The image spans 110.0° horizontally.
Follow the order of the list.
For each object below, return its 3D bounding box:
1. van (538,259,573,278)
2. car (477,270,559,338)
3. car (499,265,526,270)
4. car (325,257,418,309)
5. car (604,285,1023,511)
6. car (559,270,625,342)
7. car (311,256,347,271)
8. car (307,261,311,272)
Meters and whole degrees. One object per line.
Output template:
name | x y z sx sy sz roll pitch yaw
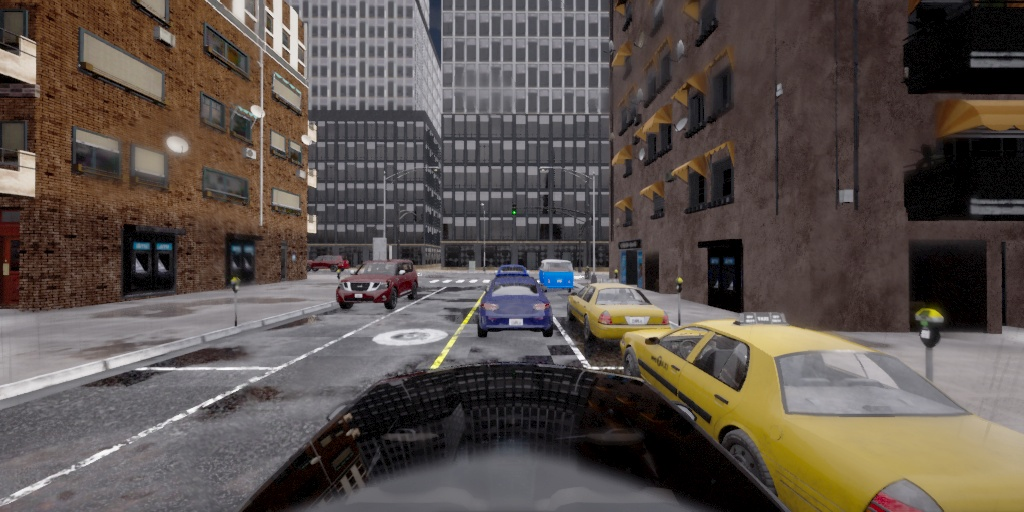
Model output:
van | 2.470 1.096 20.721 1.690 1.789 3.998 0 0 0
car | 0.062 1.277 10.129 1.812 1.442 4.674 0 0 -1
car | 0.009 1.233 20.511 1.882 1.535 5.008 0 0 0
car | -5.378 1.068 15.037 2.192 1.841 5.009 0 0 0
car | 2.565 1.276 3.970 1.751 1.417 4.829 0 0 0
car | 2.533 1.277 9.611 1.751 1.417 4.829 0 0 0
car | -21.090 0.863 40.550 5.009 1.841 2.192 0 0 -1
car | -21.003 1.084 32.411 4.207 1.307 1.802 0 0 -1
